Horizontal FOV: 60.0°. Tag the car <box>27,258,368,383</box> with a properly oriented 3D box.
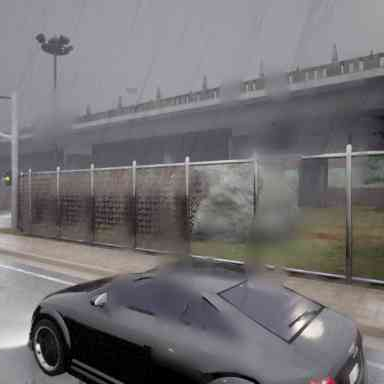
[{"bbox_3d":[-0.189,1.564,4.125,4.181,1.385,1.994,0,0,36],"label":"car"}]
